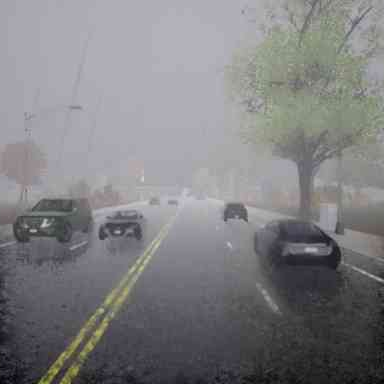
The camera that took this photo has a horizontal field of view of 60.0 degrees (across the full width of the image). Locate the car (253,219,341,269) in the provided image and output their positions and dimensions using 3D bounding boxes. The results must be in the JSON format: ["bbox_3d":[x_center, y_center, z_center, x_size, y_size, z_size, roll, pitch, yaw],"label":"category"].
[{"bbox_3d":[3.350,1.603,11.351,1.994,1.385,4.181,0,0,0],"label":"car"}]

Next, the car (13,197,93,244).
[{"bbox_3d":[-6.599,1.276,16.595,2.150,2.045,5.566,0,0,0],"label":"car"}]

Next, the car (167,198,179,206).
[{"bbox_3d":[-3.403,1.766,59.852,1.895,1.301,4.718,0,0,0],"label":"car"}]

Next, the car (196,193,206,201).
[{"bbox_3d":[2.791,1.744,92.585,1.812,1.442,4.674,0,0,-1],"label":"car"}]

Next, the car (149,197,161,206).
[{"bbox_3d":[-6.659,1.667,59.862,1.837,1.490,4.892,0,0,0],"label":"car"}]

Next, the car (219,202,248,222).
[{"bbox_3d":[3.350,1.591,27.160,1.837,1.490,4.892,0,0,0],"label":"car"}]

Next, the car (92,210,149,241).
[{"bbox_3d":[-3.349,1.620,16.943,1.994,1.385,4.181,0,0,0],"label":"car"}]
